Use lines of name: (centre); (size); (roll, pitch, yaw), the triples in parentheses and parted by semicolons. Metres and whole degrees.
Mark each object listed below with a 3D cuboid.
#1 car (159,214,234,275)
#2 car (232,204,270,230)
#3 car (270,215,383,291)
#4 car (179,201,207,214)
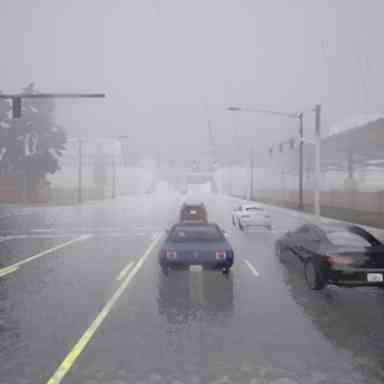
car: (0.105, 1.589, 10.410); (1.895, 1.301, 4.718); (0, 0, 0)
car: (3.607, 1.467, 20.495); (1.812, 1.442, 4.674); (0, 1, 0)
car: (3.607, 1.520, 8.854); (1.812, 1.442, 4.674); (0, 0, 0)
car: (0.107, 1.404, 25.347); (2.163, 1.488, 4.792); (0, 1, 0)
